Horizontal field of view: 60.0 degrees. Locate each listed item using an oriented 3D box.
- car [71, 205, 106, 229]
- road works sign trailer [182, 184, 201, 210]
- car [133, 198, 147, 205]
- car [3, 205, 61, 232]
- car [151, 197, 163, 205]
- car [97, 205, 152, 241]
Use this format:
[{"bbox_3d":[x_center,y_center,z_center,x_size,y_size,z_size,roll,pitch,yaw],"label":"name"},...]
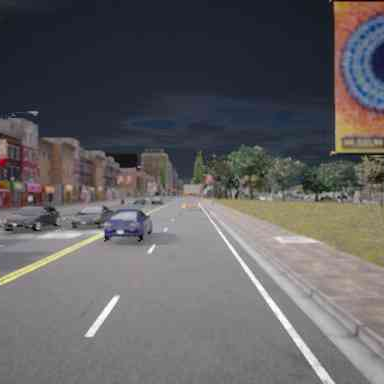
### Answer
[{"bbox_3d":[-6.602,1.621,22.579,1.812,1.442,4.674,0,0,0],"label":"car"},{"bbox_3d":[-0.010,0.648,44.980,2.380,3.560,2.880,0,0,0],"label":"road works sign trailer"},{"bbox_3d":[-9.772,1.797,62.912,2.033,1.411,5.357,0,0,0],"label":"car"},{"bbox_3d":[-9.853,1.594,20.908,1.837,1.490,4.892,0,0,0],"label":"car"},{"bbox_3d":[-6.536,1.726,62.989,1.882,1.535,5.008,0,0,0],"label":"car"},{"bbox_3d":[-3.154,1.598,16.905,1.812,1.442,4.674,0,0,0],"label":"car"}]
